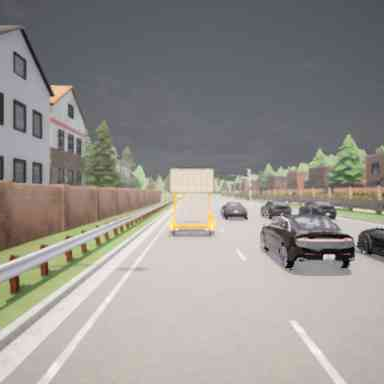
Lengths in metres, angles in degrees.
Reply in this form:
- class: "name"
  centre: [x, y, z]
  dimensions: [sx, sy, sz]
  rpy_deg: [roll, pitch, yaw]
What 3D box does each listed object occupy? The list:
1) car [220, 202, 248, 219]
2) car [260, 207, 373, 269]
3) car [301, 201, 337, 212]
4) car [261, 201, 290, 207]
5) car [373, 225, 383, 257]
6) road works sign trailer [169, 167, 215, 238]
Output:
- class: "car"
  centre: [3.596, 1.565, 29.014]
  dimensions: [1.994, 1.385, 4.181]
  rpy_deg: [0, 0, 0]
- class: "car"
  centre: [3.599, 1.492, 11.156]
  dimensions: [2.128, 1.511, 4.902]
  rpy_deg: [0, 0, 0]
- class: "car"
  centre: [10.596, 1.507, 28.333]
  dimensions: [1.837, 1.490, 4.892]
  rpy_deg: [0, 0, 0]
- class: "car"
  centre: [7.096, 1.506, 28.337]
  dimensions: [1.837, 1.490, 4.892]
  rpy_deg: [0, 0, 0]
- class: "car"
  centre: [7.100, 1.565, 10.606]
  dimensions: [1.994, 1.385, 4.181]
  rpy_deg: [0, 0, 0]
- class: "road works sign trailer"
  centre: [-0.002, 0.465, 17.693]
  dimensions: [2.380, 3.560, 2.880]
  rpy_deg: [0, 0, 0]
